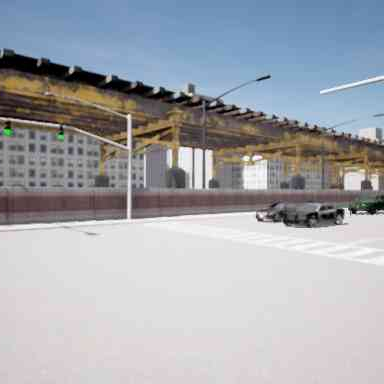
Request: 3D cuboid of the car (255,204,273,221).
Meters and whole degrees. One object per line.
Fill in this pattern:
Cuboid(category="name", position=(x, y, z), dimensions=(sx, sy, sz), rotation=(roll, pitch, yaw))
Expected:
Cuboid(category="car", position=(6.897, 1.505, 25.572), dimensions=(4.674, 1.442, 1.812), rotation=(0, 0, -38))

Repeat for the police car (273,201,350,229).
Cuboid(category="police car", position=(7.954, 1.410, 21.842), dimensions=(5.238, 1.638, 1.930), rotation=(0, 0, -38))

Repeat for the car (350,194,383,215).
Cuboid(category="car", position=(18.586, 1.208, 34.563), dimensions=(5.566, 2.045, 2.150), rotation=(0, 0, -38))
